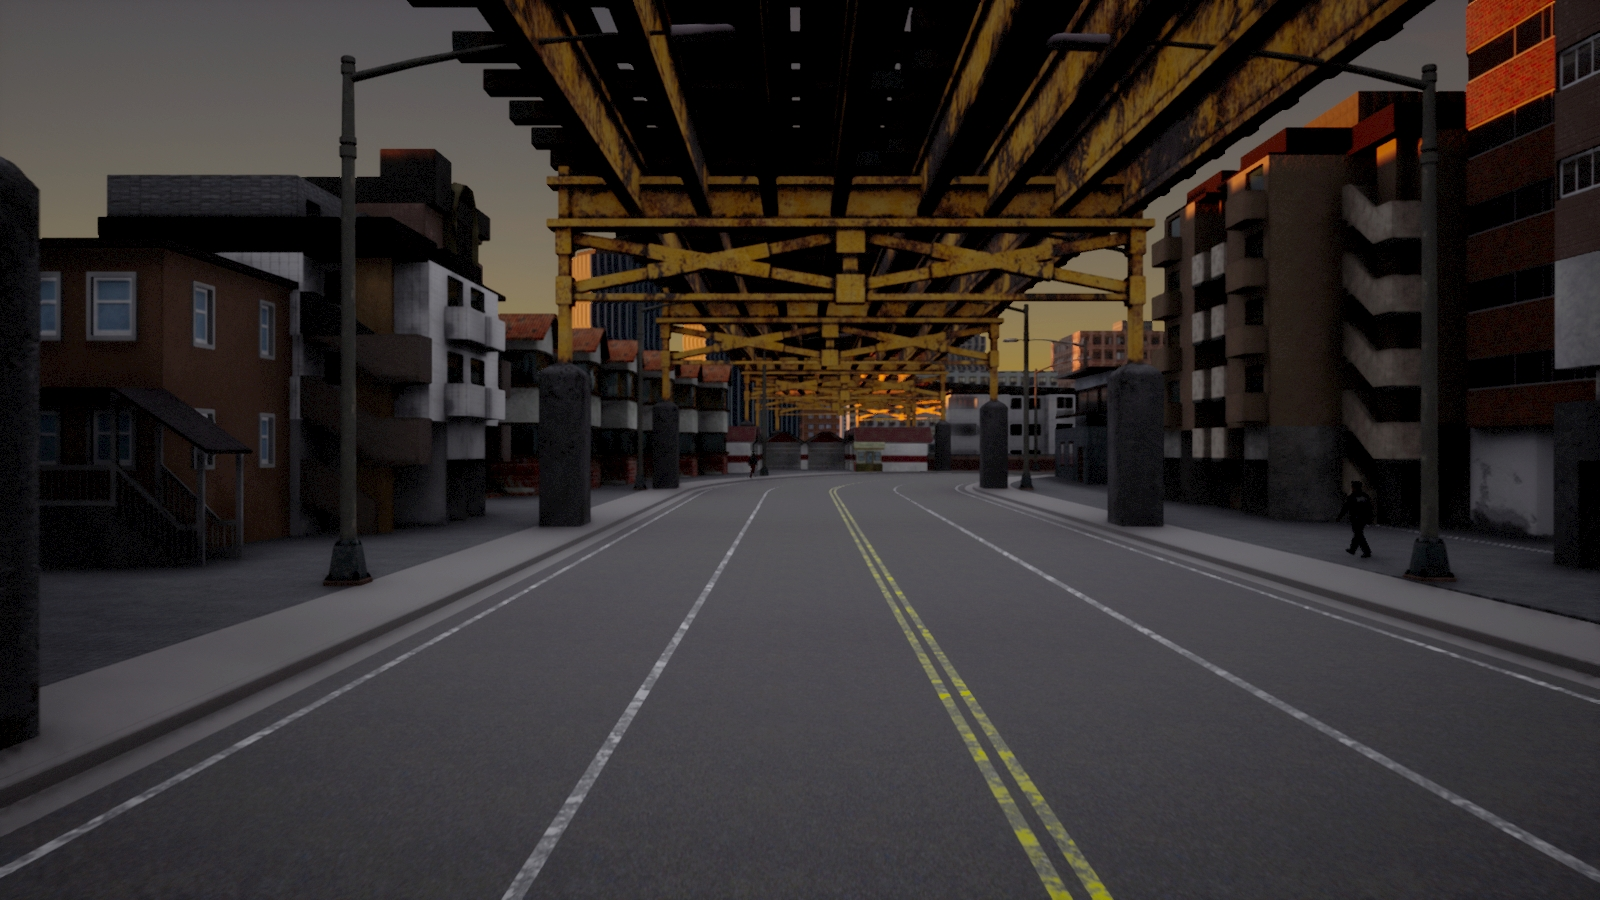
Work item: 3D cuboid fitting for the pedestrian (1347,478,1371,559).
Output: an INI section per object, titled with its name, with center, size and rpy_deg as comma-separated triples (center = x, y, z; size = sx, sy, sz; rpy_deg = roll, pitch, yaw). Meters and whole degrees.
[pedestrian]
center = 13.036, 1.590, 26.648
size = 0.375, 1.860, 0.375
rpy_deg = 0, 0, -6
